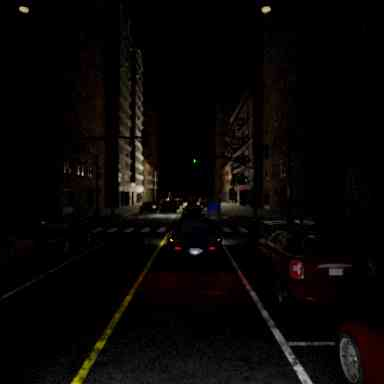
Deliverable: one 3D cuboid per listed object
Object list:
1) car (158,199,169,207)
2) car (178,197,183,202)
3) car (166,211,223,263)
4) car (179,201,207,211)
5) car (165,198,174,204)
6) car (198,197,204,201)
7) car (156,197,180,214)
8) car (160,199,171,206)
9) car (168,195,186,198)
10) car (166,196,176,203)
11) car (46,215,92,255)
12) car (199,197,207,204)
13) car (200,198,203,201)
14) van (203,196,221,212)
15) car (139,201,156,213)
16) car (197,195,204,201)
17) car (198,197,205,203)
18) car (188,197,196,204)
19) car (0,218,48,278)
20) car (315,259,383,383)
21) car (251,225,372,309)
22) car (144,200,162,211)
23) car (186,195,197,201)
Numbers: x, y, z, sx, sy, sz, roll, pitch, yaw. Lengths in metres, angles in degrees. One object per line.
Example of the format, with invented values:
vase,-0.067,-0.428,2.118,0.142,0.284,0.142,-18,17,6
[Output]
car,-5.393,1.982,63.163,1.752,1.417,4.829,0,0,0
car,-2.801,1.916,50.520,2.033,1.411,5.357,0,0,1
car,0.098,1.617,12.150,1.812,1.442,4.674,0,-1,0
car,0.103,1.742,28.254,1.812,1.442,4.674,0,0,0
car,-5.394,2.135,80.378,1.947,1.339,4.313,0,0,0
car,2.633,2.040,63.339,1.802,1.307,4.206,0,0,0
car,-2.839,1.774,40.614,1.882,1.535,5.008,0,0,0
car,-5.393,2.061,69.015,1.947,1.339,4.313,0,0,0
car,-2.755,1.663,61.034,2.150,2.045,5.566,0,0,0
car,-5.394,1.922,86.061,2.192,1.841,5.009,0,0,0
car,-5.389,1.651,13.525,2.008,1.369,4.403,0,0,0
car,2.631,2.010,80.384,1.967,1.590,4.097,0,0,0
car,2.633,1.961,51.977,1.802,1.307,4.206,0,0,0
van,2.634,1.638,40.617,1.690,1.788,3.998,0,0,0
car,-5.391,1.847,40.606,2.008,1.369,4.403,0,0,0
car,2.632,1.810,69.023,2.192,1.841,5.009,0,0,0
car,2.630,2.195,91.745,2.008,1.369,4.403,0,0,0
car,-0.007,2.041,80.761,1.812,1.442,4.674,0,0,0
car,-5.389,1.584,7.837,1.752,1.417,4.829,0,0,0
car,2.637,1.601,2.497,1.802,1.307,4.206,0,0,0
car,2.636,1.500,8.017,1.967,1.590,4.097,0,0,0
car,-5.392,1.882,46.287,1.887,1.381,4.507,0,0,0
car,-0.006,1.857,70.715,2.097,1.767,4.553,0,0,0
